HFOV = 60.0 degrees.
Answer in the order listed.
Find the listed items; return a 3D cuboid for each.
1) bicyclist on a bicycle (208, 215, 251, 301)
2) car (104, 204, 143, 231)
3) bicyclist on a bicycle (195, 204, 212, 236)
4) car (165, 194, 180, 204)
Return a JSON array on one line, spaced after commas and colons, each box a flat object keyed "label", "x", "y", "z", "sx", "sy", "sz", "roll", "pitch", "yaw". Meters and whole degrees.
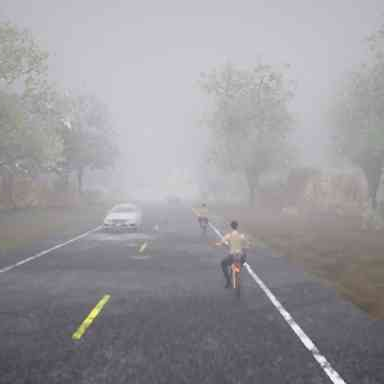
[{"label": "bicyclist on a bicycle", "x": 0.906, "y": 1.419, "z": 7.270, "sx": 0.866, "sy": 1.612, "sz": 1.509, "roll": 0, "pitch": 0, "yaw": -1}, {"label": "car", "x": -4.067, "y": 1.477, "z": 20.324, "sx": 1.812, "sy": 1.442, "sz": 4.674, "roll": 0, "pitch": 0, "yaw": -2}, {"label": "bicyclist on a bicycle", "x": 0.598, "y": 1.395, "z": 16.967, "sx": 0.866, "sy": 1.612, "sz": 1.509, "roll": 0, "pitch": 0, "yaw": -2}, {"label": "car", "x": -3.115, "y": 1.288, "z": 56.915, "sx": 2.128, "sy": 1.511, "sz": 4.902, "roll": 0, "pitch": 0, "yaw": -6}]
